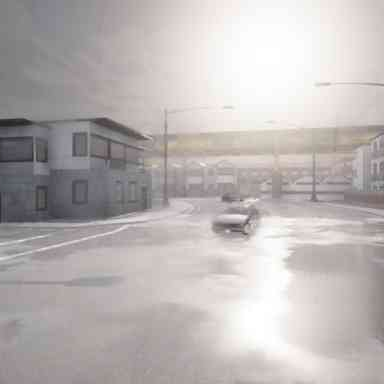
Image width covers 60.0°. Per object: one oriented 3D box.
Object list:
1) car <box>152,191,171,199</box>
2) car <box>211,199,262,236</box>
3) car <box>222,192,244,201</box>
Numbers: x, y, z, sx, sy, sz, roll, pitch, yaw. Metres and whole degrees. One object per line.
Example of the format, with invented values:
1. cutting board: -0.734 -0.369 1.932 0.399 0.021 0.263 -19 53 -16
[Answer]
1. car: -6.190 0.558 65.908 1.812 1.442 4.674 1 -1 -44
2. car: 2.692 1.419 18.724 2.033 1.411 5.357 1 2 22
3. car: 5.303 0.762 43.505 2.128 1.511 4.902 1 1 -10
